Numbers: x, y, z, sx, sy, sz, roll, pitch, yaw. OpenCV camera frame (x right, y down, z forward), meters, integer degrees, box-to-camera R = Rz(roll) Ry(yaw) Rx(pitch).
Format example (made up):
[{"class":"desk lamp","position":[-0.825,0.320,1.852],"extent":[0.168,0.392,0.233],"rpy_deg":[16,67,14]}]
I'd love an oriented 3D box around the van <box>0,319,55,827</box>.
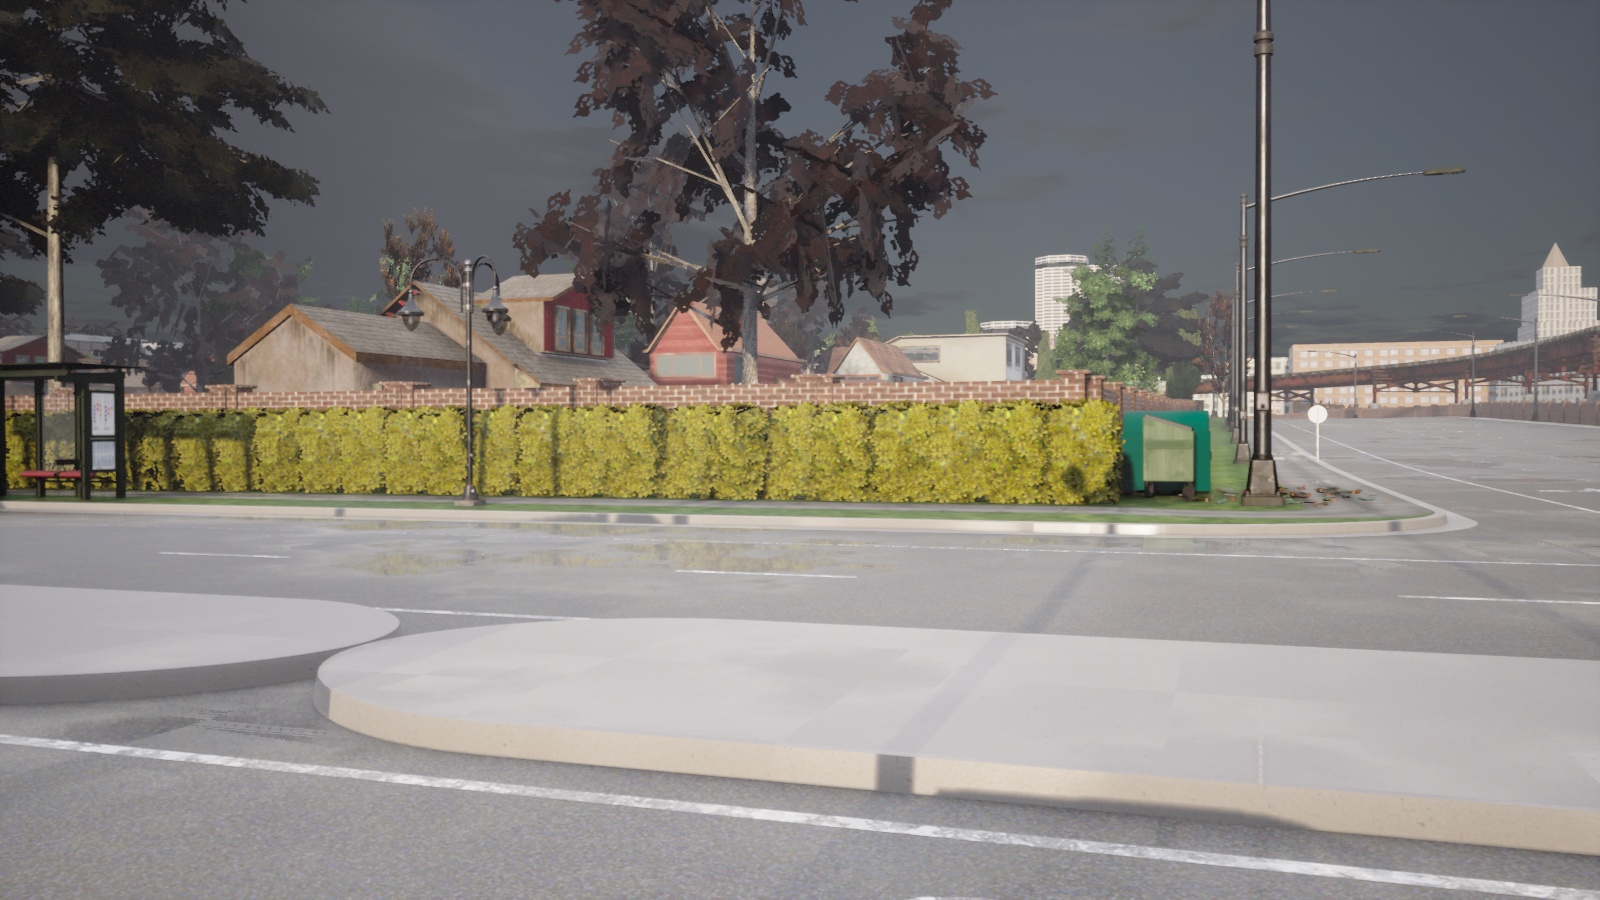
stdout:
[{"class":"van","position":[-5.437,0.472,4.991],"extent":[4.442,1.987,1.775],"rpy_deg":[1,1,18]}]
